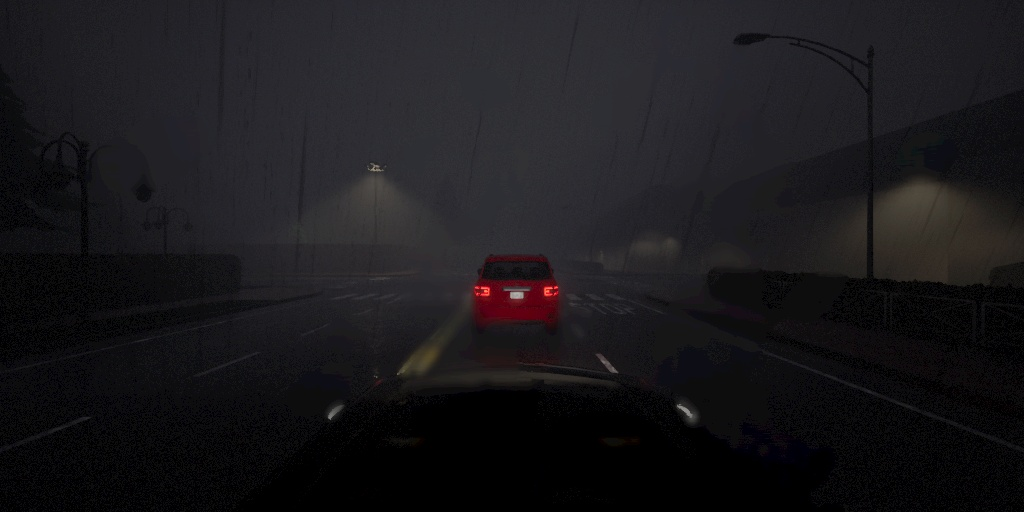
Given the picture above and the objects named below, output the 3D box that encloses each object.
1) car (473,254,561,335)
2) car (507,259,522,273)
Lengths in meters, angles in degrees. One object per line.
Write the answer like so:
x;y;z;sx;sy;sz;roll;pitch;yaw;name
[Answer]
0.113;0.971;10.698;2.150;2.045;5.566;0;0;0;car
0.317;1.228;45.553;1.882;1.535;5.008;0;0;1;car
